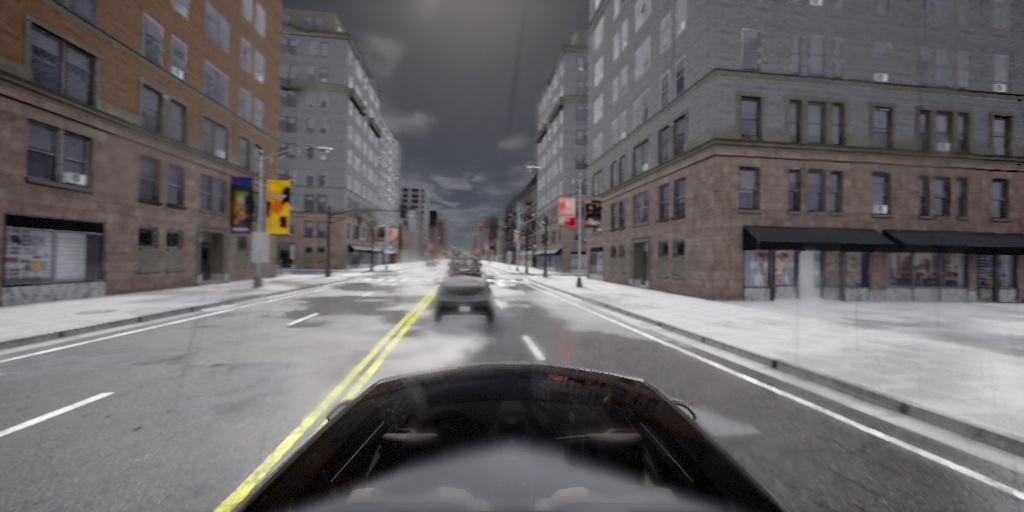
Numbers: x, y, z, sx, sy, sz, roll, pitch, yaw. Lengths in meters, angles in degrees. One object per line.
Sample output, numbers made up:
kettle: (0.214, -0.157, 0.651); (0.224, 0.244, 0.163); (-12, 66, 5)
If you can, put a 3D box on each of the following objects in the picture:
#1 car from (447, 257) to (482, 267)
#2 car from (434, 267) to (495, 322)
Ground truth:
car: (-3.168, 1.066, 24.024); (2.150, 2.045, 5.566); (1, 0, -8)
car: (-1.654, 1.296, 12.588); (1.837, 1.490, 4.892); (1, -1, -8)
